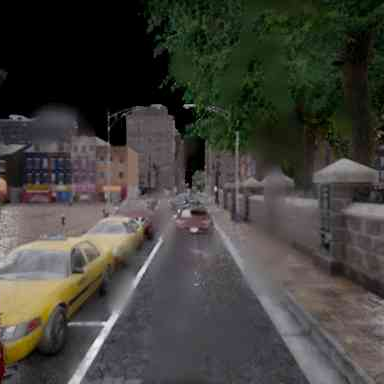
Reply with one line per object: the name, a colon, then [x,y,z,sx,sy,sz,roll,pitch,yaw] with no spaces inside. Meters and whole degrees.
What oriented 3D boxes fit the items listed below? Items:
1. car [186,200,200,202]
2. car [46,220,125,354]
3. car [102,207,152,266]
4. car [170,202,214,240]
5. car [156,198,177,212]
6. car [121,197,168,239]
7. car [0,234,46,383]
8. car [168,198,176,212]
car: [0.092,1.393,31.023,1.994,1.385,4.181,0,0,0]
car: [-2.645,1.491,6.074,1.752,1.417,4.829,0,0,0]
car: [-2.644,1.463,11.344,1.752,1.417,4.829,0,0,0]
car: [0.096,1.436,16.383,1.812,1.442,4.674,0,0,0]
car: [-2.643,1.368,35.986,1.947,1.339,4.313,0,0,0]
car: [-2.644,1.222,16.783,2.192,1.841,5.009,0,0,0]
car: [-2.646,1.309,0.973,2.192,1.841,5.009,0,0,0]
car: [-2.643,1.404,32.323,1.802,1.307,4.206,0,0,0]
